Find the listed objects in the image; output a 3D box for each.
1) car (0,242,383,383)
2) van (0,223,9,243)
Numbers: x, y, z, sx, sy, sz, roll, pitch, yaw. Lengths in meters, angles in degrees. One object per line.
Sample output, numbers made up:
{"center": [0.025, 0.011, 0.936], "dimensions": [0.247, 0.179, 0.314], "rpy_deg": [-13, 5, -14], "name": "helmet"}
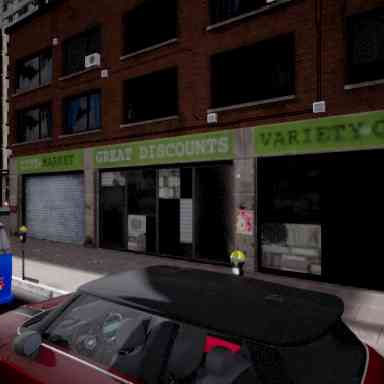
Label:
{"center": [-0.457, 1.440, 3.053], "dimensions": [4.097, 1.590, 1.967], "rpy_deg": [0, 0, 36], "name": "car"}
{"center": [-5.087, 1.343, 6.361], "dimensions": [3.998, 1.788, 1.690], "rpy_deg": [0, 0, 36], "name": "van"}
